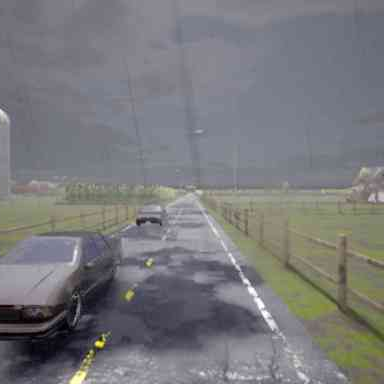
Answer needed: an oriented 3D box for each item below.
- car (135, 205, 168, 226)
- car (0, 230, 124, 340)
[{"bbox_3d":[-2.770,1.616,24.054,2.033,1.411,5.357,0,0,1],"label":"car"},{"bbox_3d":[-2.812,1.570,7.141,2.033,1.411,5.357,0,0,0],"label":"car"}]
